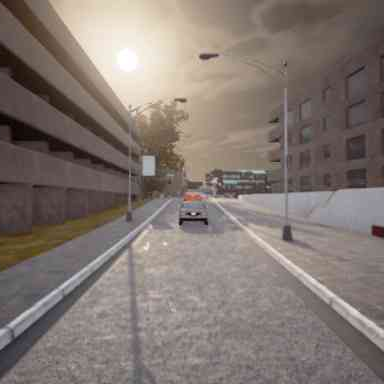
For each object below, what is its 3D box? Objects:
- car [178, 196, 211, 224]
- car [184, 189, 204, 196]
[{"bbox_3d":[0.086,1.237,21.683,2.033,1.411,5.357,0,2,0],"label":"car"},{"bbox_3d":[0.079,0.381,40.892,2.097,1.767,4.553,0,1,0],"label":"car"}]
